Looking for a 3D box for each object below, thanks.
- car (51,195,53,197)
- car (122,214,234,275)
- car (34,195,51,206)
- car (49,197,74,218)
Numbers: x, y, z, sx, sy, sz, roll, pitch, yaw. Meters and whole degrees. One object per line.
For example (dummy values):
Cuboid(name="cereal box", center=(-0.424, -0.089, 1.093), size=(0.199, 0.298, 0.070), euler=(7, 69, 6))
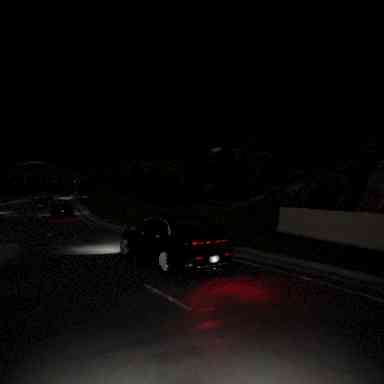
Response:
Cuboid(name="car", center=(-35.802, 1.603, 83.603), size=(1.837, 1.490, 4.892), euler=(-1, 0, -21))
Cuboid(name="car", center=(-0.695, 1.450, 10.447), size=(1.837, 1.490, 4.892), euler=(-1, 0, -32))
Cuboid(name="car", center=(-25.679, 1.659, 56.582), size=(1.994, 1.385, 4.181), euler=(-1, 0, -21))
Cuboid(name="car", center=(-12.067, 1.494, 30.899), size=(1.882, 1.535, 5.008), euler=(-1, 0, -22))
